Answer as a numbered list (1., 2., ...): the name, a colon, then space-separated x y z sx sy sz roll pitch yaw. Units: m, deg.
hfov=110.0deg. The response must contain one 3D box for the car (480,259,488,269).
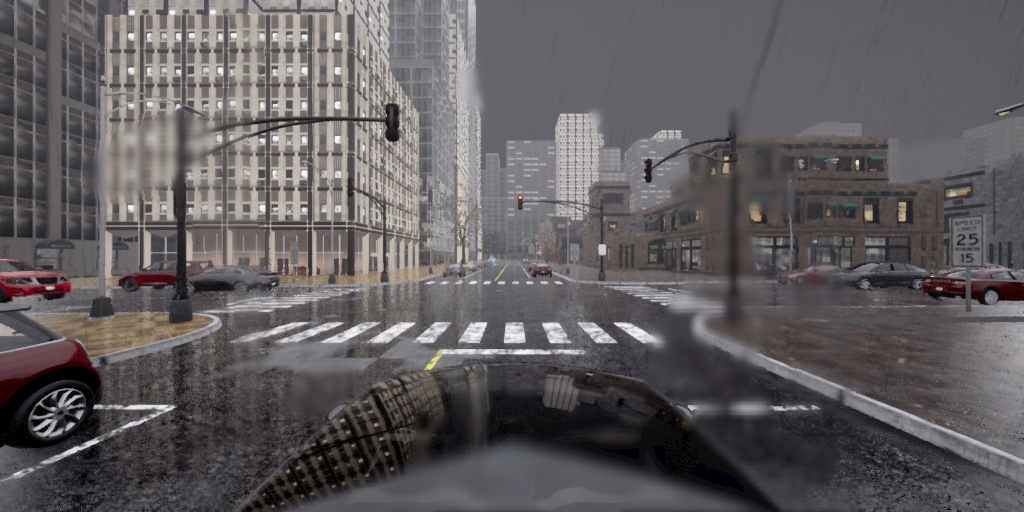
1. car: -5.407 1.322 56.936 2.007 1.370 4.403 0 0 0

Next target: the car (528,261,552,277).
1. car: 2.859 1.303 34.729 1.888 1.381 4.507 0 0 0

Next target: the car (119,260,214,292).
1. car: -21.019 1.203 22.189 5.009 1.841 2.192 0 0 -1

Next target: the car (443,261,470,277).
1. car: -5.523 1.340 34.773 1.802 1.307 4.207 0 0 0

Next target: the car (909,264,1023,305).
1. car: 19.136 1.152 14.206 4.507 1.381 1.888 0 0 -1

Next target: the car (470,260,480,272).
1. car: -5.466 1.290 45.684 1.751 1.417 4.829 0 0 0

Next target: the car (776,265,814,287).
1. car: 19.053 1.201 22.586 4.207 1.307 1.802 0 0 -1

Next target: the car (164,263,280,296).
1. car: -15.338 1.338 19.490 4.902 1.511 2.128 0 0 2

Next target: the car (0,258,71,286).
1. car: -23.869 1.120 16.371 5.566 2.045 2.150 0 0 -1

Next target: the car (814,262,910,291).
1. car: 20.232 1.112 20.011 4.892 1.490 1.837 0 0 -1

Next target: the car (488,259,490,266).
1. car: -5.379 1.342 62.476 1.948 1.339 4.313 0 0 0

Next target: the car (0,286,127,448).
1. car: -5.691 1.190 2.306 1.967 1.591 4.097 0 0 0

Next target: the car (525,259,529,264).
1. car: 2.915 1.346 45.811 1.802 1.307 4.207 0 0 0
